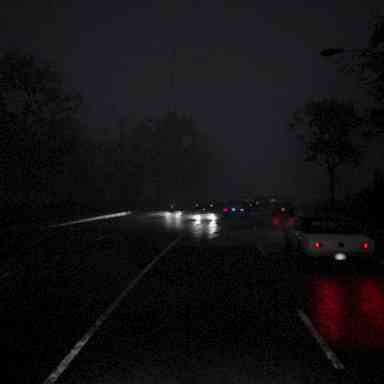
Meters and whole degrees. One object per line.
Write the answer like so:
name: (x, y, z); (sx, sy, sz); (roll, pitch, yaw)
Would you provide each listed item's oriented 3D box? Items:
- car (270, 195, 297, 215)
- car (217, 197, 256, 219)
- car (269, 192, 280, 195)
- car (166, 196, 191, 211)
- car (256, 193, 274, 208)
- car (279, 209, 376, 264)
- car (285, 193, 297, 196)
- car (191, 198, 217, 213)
car: (8.341, 1.285, 30.268); (1.812, 1.442, 4.674); (0, 1, 16)
car: (3.650, 1.322, 26.577); (2.033, 1.411, 5.357); (0, 0, 15)
car: (17.535, 0.723, 72.269); (2.097, 1.767, 4.553); (1, 1, 35)
car: (-1.239, 1.169, 35.435); (2.128, 1.511, 4.902); (0, 1, 18)
car: (8.446, 1.227, 41.094); (1.994, 1.385, 4.181); (0, 1, 21)
car: (4.433, 1.509, 11.556); (1.895, 1.301, 4.718); (0, 0, 7)
car: (21.148, 0.889, 71.301); (1.812, 1.442, 4.674); (1, 1, 35)
car: (1.795, 1.307, 33.569); (1.895, 1.301, 4.718); (0, 1, 18)
